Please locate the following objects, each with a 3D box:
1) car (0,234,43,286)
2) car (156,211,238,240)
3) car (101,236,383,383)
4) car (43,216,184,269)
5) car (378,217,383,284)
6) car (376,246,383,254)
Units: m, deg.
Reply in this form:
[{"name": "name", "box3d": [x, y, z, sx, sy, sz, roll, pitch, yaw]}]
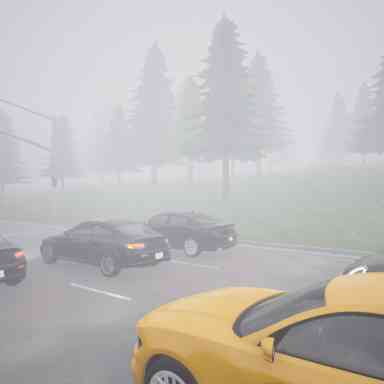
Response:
[{"name": "car", "box3d": [-5.844, 1.526, 8.137, 4.674, 1.442, 1.812, 0, 0, 36]}, {"name": "car", "box3d": [-0.654, 1.478, 13.022, 5.008, 1.535, 1.882, 0, 0, 36]}, {"name": "car", "box3d": [1.655, 1.478, 2.812, 5.008, 1.535, 1.882, 0, 0, 36]}, {"name": "car", "box3d": [-2.739, 1.526, 10.210, 4.674, 1.442, 1.812, 0, 0, 36]}, {"name": "car", "box3d": [7.150, 1.478, 7.492, 5.008, 1.535, 1.882, 0, 0, 35]}, {"name": "car", "box3d": [4.642, 1.352, 4.980, 4.553, 1.767, 2.097, 0, 0, 36]}]
